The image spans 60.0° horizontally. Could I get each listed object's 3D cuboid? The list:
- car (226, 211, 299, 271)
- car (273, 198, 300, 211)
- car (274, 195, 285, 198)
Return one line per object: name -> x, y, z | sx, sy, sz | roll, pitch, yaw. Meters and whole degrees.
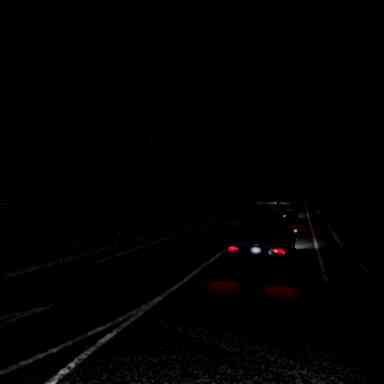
car -> 2.491, 1.606, 11.239 | 2.033, 1.411, 5.357 | 0, 0, 18
car -> 7.479, 1.518, 26.406 | 2.128, 1.511, 4.902 | 0, 0, 19
car -> 17.099, 1.270, 65.141 | 1.882, 1.535, 5.008 | 0, 0, 22
